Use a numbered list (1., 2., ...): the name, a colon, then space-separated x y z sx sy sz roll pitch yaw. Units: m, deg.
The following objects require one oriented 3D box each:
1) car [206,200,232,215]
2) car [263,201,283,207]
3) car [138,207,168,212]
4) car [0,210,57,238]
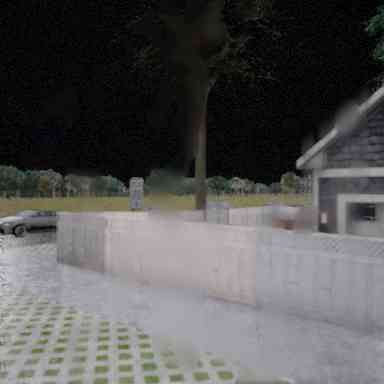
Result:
1. car: 2.358 1.757 34.811 2.097 1.767 4.553 0 -1 35
2. car: 11.768 2.125 48.082 2.128 1.511 4.902 0 -1 35
3. car: -3.445 1.864 26.557 1.895 1.301 4.718 0 -1 35
4. car: -8.908 1.693 18.758 1.994 1.385 4.181 0 -1 35
